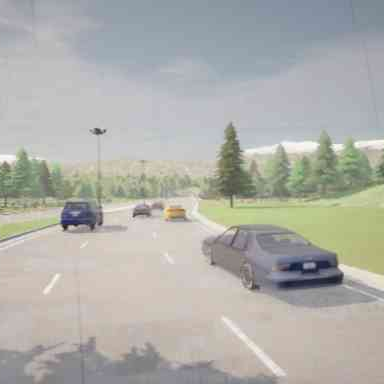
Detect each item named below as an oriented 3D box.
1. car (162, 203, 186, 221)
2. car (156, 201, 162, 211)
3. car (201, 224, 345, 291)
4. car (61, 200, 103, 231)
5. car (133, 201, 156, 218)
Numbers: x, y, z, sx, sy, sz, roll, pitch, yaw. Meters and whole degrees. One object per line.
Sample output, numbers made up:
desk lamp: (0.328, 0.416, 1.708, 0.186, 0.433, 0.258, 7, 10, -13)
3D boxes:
car: (-1.620, 1.864, 31.703, 1.882, 1.535, 5.008, -1, -1, -6)
car: (-5.487, 2.229, 53.676, 1.812, 1.442, 4.674, -1, -1, 1)
car: (1.811, 1.620, 9.342, 2.033, 1.411, 5.357, -1, -1, -15)
car: (-7.947, 1.642, 24.418, 2.150, 2.045, 5.566, -1, -1, -7)
car: (-5.539, 2.070, 37.470, 2.033, 1.411, 5.357, -1, -1, -3)
